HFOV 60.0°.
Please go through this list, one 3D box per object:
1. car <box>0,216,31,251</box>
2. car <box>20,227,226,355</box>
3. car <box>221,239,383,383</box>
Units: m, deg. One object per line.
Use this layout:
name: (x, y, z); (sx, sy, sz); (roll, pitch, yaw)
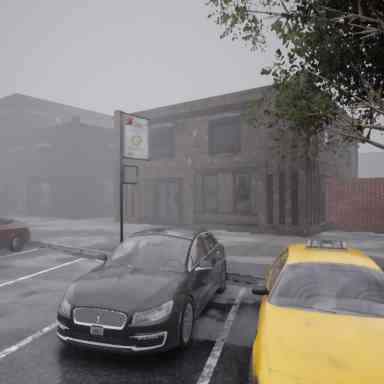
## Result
car: (-7.839, 1.528, 11.717); (2.002, 1.452, 4.674); (1, -1, 16)
car: (-0.523, 1.487, 6.474); (2.231, 1.521, 4.892); (1, -1, 16)
car: (1.863, 1.480, 4.543); (1.946, 1.575, 5.366); (1, -1, 16)
